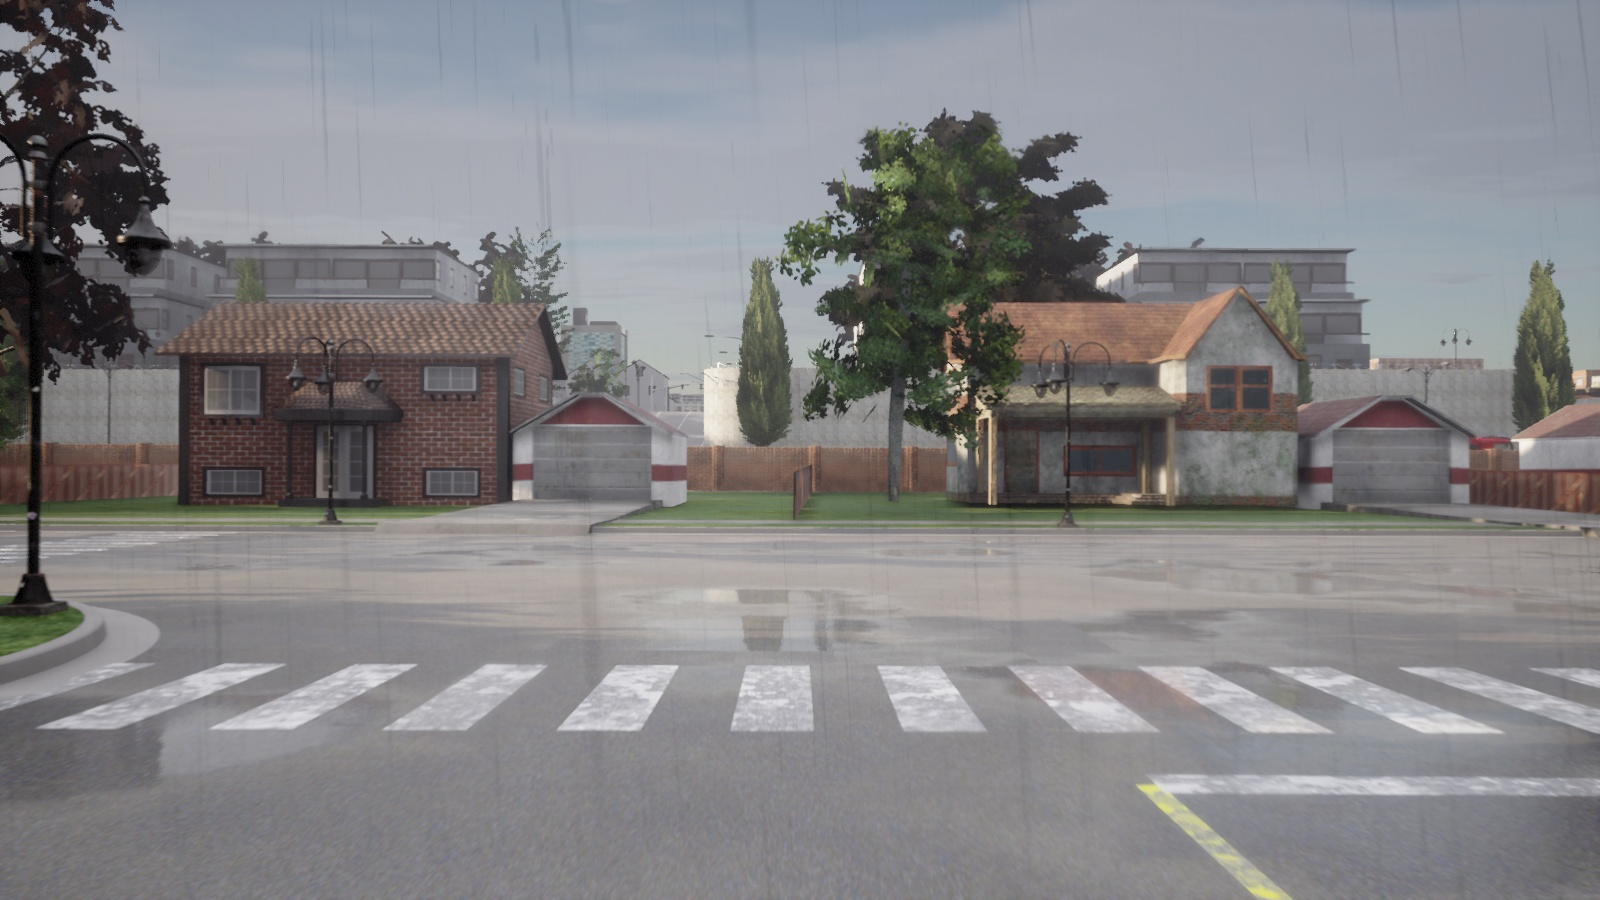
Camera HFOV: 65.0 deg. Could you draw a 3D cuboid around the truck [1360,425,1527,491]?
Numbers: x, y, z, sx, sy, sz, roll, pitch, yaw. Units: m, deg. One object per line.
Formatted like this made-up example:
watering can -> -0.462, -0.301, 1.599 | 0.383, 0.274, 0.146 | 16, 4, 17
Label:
truck -> 38.245, 0.458, 74.835 | 8.468, 3.827, 2.891 | 0, -1, 0
